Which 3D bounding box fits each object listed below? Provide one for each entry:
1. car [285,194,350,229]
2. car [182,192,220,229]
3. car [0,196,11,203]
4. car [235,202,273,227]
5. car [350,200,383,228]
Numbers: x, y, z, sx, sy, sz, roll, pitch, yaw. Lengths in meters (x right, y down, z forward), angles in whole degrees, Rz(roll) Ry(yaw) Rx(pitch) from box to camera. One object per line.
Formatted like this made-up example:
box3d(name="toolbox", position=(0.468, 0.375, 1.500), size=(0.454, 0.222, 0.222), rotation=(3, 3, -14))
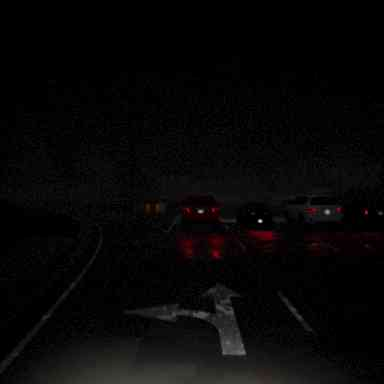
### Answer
box3d(name="car", position=(7.537, 1.158, 21.065), size=(2.150, 2.045, 5.566), rotation=(0, 0, 1))
box3d(name="car", position=(0.538, 1.178, 21.217), size=(2.150, 2.045, 5.566), rotation=(0, 0, 1))
box3d(name="car", position=(-37.745, 1.528, 66.306), size=(4.181, 1.385, 1.994), rotation=(0, 0, 41))
box3d(name="car", position=(4.055, 1.450, 21.991), size=(1.837, 1.490, 4.892), rotation=(0, 0, 1))
box3d(name="car", position=(11.046, 1.278, 21.521), size=(2.097, 1.767, 4.553), rotation=(0, 0, 1))
